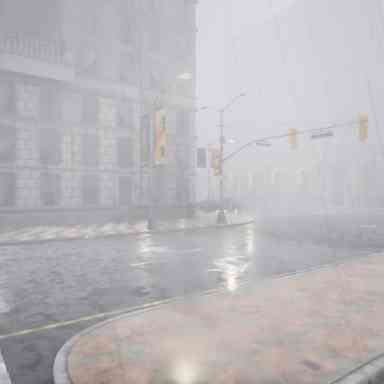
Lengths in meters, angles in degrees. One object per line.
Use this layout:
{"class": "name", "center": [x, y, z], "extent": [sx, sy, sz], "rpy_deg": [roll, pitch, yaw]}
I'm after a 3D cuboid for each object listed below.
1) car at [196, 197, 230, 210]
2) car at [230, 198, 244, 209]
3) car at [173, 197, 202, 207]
{"class": "car", "center": [2.326, 1.564, 42.245], "extent": [1.994, 1.385, 4.181], "rpy_deg": [0, 0, -36]}
{"class": "car", "center": [4.887, 1.505, 44.678], "extent": [1.837, 1.490, 4.892], "rpy_deg": [0, 0, -36]}
{"class": "car", "center": [-0.798, 1.547, 52.624], "extent": [2.033, 1.411, 5.357], "rpy_deg": [0, 0, -35]}
